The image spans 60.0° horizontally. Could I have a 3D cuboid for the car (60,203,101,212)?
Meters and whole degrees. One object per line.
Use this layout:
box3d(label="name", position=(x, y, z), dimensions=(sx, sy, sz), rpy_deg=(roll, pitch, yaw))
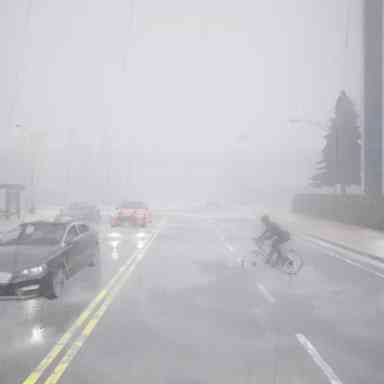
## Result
box3d(label="car", position=(-7.407, 1.492, 22.027), dimensions=(2.128, 1.511, 4.902), rpy_deg=(0, 0, -1))

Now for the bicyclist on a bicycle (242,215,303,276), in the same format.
box3d(label="bicyclist on a bicycle", position=(2.145, 1.451, 8.935), dimensions=(1.656, 1.620, 0.582), rpy_deg=(-2, 0, -1))

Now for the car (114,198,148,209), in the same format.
box3d(label="car", position=(-8.392, 1.511, 45.693), dimensions=(4.181, 1.385, 1.994), rpy_deg=(0, 0, 29))

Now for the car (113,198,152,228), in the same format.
box3d(label="car", position=(-3.906, 1.352, 21.910), dimensions=(2.097, 1.767, 4.553), rpy_deg=(0, 0, -1))

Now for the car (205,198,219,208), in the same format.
box3d(label="car", position=(2.803, 1.513, 47.208), dimensions=(2.033, 1.411, 5.357), rpy_deg=(0, 0, -1))

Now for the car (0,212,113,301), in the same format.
box3d(label="car", position=(-3.718, 1.491, 8.484), dimensions=(2.128, 1.511, 4.902), rpy_deg=(0, 0, -1))
